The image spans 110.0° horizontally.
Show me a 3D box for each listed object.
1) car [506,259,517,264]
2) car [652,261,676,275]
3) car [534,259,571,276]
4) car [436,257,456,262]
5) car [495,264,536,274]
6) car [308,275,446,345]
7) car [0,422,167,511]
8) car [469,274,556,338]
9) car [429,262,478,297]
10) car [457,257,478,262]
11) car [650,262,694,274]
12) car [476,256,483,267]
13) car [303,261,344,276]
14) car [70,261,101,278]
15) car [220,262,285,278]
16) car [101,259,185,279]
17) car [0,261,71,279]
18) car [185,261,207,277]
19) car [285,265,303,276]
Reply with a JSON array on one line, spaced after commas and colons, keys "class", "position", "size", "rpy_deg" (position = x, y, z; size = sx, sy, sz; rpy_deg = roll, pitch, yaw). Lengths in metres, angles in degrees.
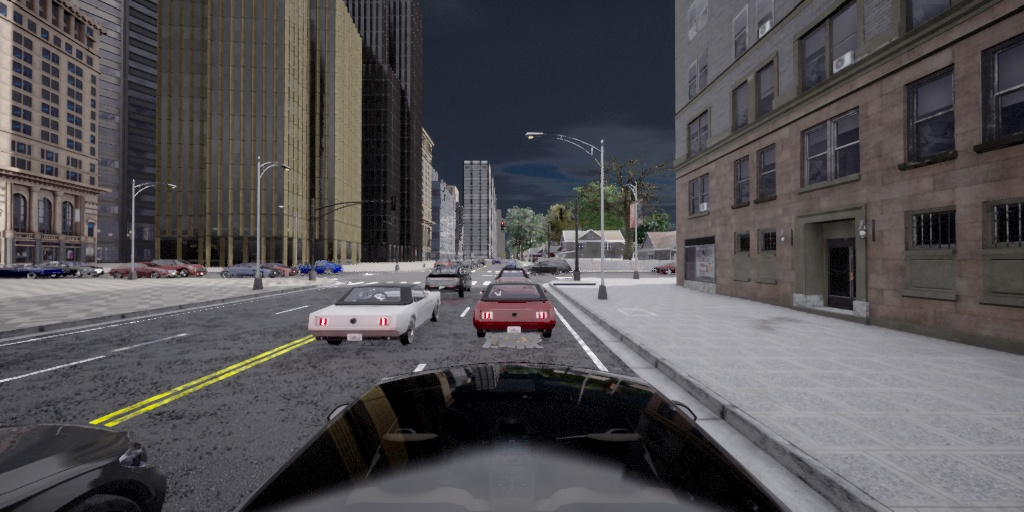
[{"class": "car", "position": [-0.142, 1.299, 61.671], "size": [2.033, 1.411, 5.357], "rpy_deg": [0, 0, 0]}, {"class": "car", "position": [17.757, 1.250, 37.977], "size": [5.008, 1.535, 1.882], "rpy_deg": [0, -1, 0]}, {"class": "car", "position": [3.332, 1.288, 37.254], "size": [4.674, 1.442, 1.812], "rpy_deg": [0, -1, -12]}, {"class": "car", "position": [-10.020, 1.104, 52.619], "size": [2.097, 1.767, 4.553], "rpy_deg": [0, 0, 0]}, {"class": "car", "position": [0.038, 1.315, 18.940], "size": [1.994, 1.385, 4.181], "rpy_deg": [0, 0, 0]}, {"class": "car", "position": [-3.181, 1.352, 9.462], "size": [1.895, 1.301, 4.718], "rpy_deg": [0, 0, 0]}, {"class": "car", "position": [-3.141, 1.275, 0.319], "size": [1.812, 1.442, 4.674], "rpy_deg": [0, 0, 0]}, {"class": "car", "position": [0.052, 1.350, 10.183], "size": [1.895, 1.301, 4.718], "rpy_deg": [0, 0, 0]}, {"class": "car", "position": [-3.209, 1.243, 18.715], "size": [2.128, 1.511, 4.902], "rpy_deg": [0, 0, 0]}, {"class": "car", "position": [-6.771, 1.257, 54.447], "size": [1.837, 1.490, 4.892], "rpy_deg": [0, 0, 0]}, {"class": "car", "position": [18.311, 1.369, 41.224], "size": [4.181, 1.385, 1.994], "rpy_deg": [0, -1, 0]}, {"class": "car", "position": [-6.779, 1.257, 64.586], "size": [1.837, 1.490, 4.892], "rpy_deg": [0, 0, 0]}, {"class": "car", "position": [-20.453, 1.252, 37.796], "size": [5.008, 1.535, 1.882], "rpy_deg": [0, -1, -2]}, {"class": "car", "position": [-40.587, 1.228, 32.886], "size": [4.902, 1.511, 2.128], "rpy_deg": [0, -1, -6]}, {"class": "car", "position": [-22.543, 1.271, 30.983], "size": [4.181, 1.385, 1.994], "rpy_deg": [0, -1, -3]}, {"class": "car", "position": [-31.215, 1.232, 30.449], "size": [4.674, 1.442, 1.812], "rpy_deg": [0, -1, -4]}, {"class": "car", "position": [-40.383, 1.305, 29.649], "size": [4.718, 1.301, 1.895], "rpy_deg": [0, -1, -6]}, {"class": "car", "position": [-31.516, 1.091, 33.683], "size": [4.553, 1.767, 2.097], "rpy_deg": [0, -1, -5]}, {"class": "car", "position": [-22.832, 1.304, 34.224], "size": [4.181, 1.385, 1.994], "rpy_deg": [0, -1, -3]}]
